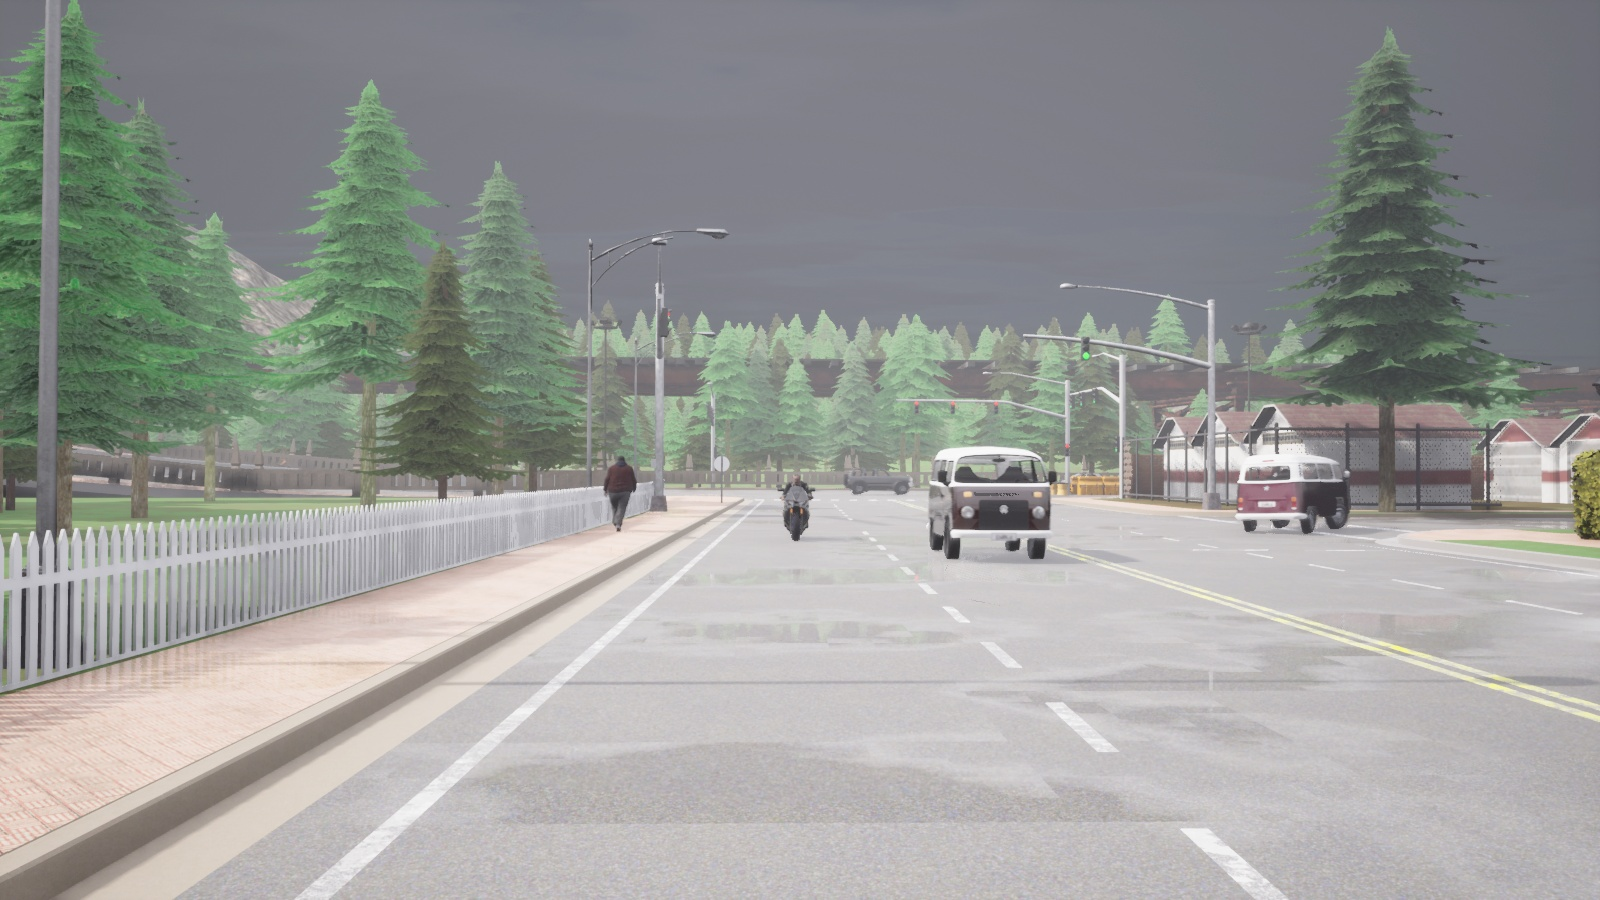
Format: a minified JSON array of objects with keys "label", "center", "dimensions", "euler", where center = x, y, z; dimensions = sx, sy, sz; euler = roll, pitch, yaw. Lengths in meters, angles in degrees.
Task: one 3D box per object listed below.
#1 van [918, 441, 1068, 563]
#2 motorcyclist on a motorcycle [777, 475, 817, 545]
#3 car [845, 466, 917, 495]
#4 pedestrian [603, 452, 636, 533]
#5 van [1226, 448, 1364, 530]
[{"label":"van","center":[3.441,0.915,23.310],"dimensions":[2.069,2.038,4.480],"euler":[0,-1,0]},{"label":"motorcyclist on a motorcycle","center":[-0.070,1.326,28.435],"dimensions":[0.866,1.530,2.191],"euler":[0,-1,0]},{"label":"car","center":[5.300,1.995,82.691],"dimensions":[4.605,1.855,1.932],"euler":[0,-1,-2]},{"label":"pedestrian","center":[-4.164,0.975,28.955],"dimensions":[0.634,1.844,0.899],"euler":[0,-1,-1]},{"label":"van","center":[13.387,1.043,33.811],"dimensions":[2.069,2.038,4.480],"euler":[-4,-3,40]}]
